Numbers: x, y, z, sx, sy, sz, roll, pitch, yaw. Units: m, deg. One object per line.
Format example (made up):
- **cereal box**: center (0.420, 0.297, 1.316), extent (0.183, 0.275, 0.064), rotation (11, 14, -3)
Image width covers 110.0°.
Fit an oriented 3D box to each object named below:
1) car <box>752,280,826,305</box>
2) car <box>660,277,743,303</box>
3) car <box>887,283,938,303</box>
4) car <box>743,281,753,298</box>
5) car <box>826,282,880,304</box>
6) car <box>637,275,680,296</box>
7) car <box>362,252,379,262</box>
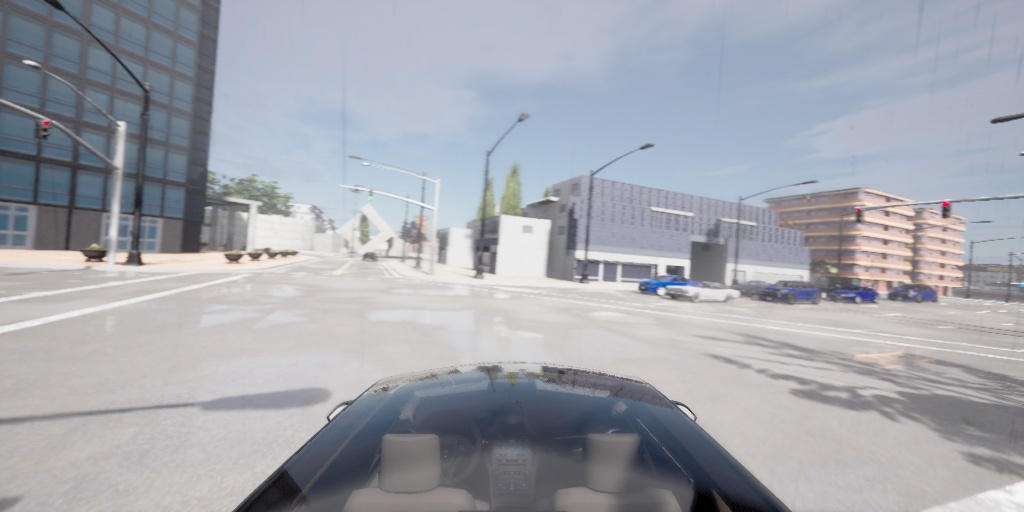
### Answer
- **car**: center (20.910, 2.638, 27.070), extent (4.553, 1.767, 2.097), rotation (3, 0, -22)
- **car**: center (12.499, 2.335, 23.610), extent (4.718, 1.301, 1.895), rotation (4, 0, -22)
- **car**: center (38.172, 3.474, 34.161), extent (4.553, 1.767, 2.097), rotation (2, 0, -22)
- **car**: center (20.888, 2.835, 30.853), extent (5.357, 1.411, 2.033), rotation (3, 0, -22)
- **car**: center (29.179, 3.251, 30.481), extent (4.674, 1.442, 1.812), rotation (3, 0, -22)
- **car**: center (11.832, 2.189, 27.120), extent (5.008, 1.535, 1.882), rotation (4, -1, -23)
- **car**: center (-22.222, 0.069, 56.448), extent (1.837, 1.490, 4.892), rotation (4, 0, -10)
